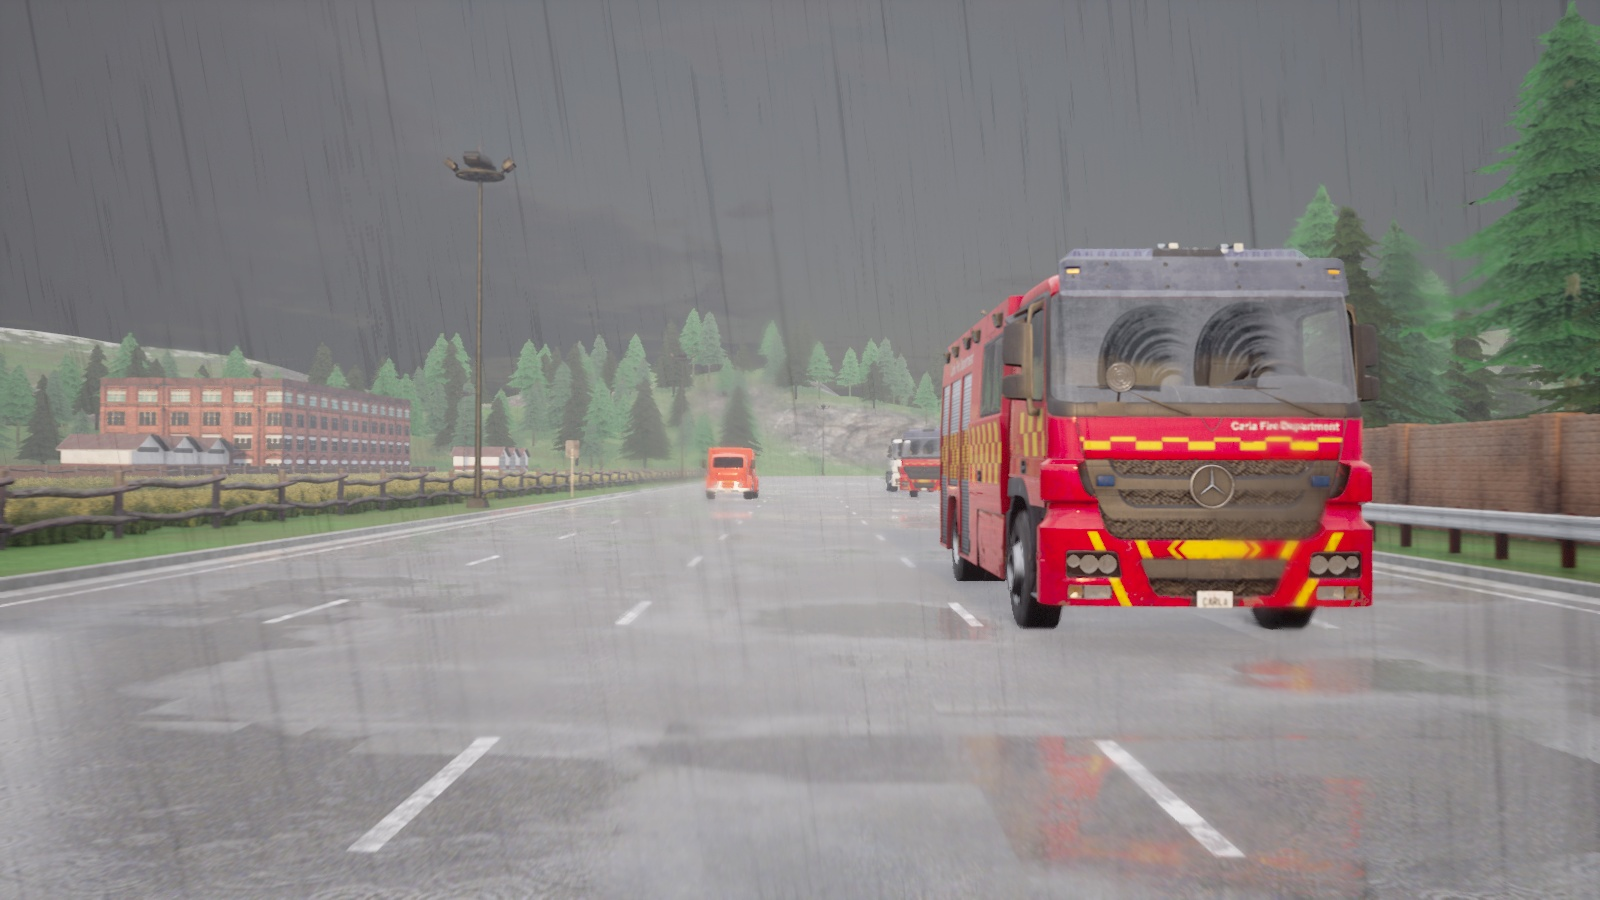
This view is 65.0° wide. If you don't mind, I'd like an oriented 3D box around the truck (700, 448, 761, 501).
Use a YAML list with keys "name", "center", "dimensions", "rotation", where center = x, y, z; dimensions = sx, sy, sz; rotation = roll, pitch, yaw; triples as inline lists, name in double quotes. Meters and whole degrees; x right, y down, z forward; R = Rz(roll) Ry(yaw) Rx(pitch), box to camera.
- name: "truck"
  center: [-3.329, 1.183, 61.194]
  dimensions: [2.627, 2.467, 5.204]
  rotation: [0, -1, 0]

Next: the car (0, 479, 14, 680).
- name: "car"
  center: [-7.009, 0.934, 7.066]
  dimensions: [2.163, 1.488, 4.792]
  rotation: [0, -1, 0]

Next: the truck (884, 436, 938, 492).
- name: "truck"
  center: [7.243, 0.939, 82.892]
  dimensions: [2.891, 3.462, 7.936]
  rotation: [0, -1, 0]

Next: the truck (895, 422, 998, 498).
- name: "truck"
  center: [8.022, 0.542, 67.658]
  dimensions: [2.891, 3.827, 8.468]
  rotation: [-1, -1, 25]

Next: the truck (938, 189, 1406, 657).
- name: "truck"
  center: [3.508, -0.170, 14.522]
  dimensions: [2.891, 3.827, 8.468]
  rotation: [0, -1, 0]
